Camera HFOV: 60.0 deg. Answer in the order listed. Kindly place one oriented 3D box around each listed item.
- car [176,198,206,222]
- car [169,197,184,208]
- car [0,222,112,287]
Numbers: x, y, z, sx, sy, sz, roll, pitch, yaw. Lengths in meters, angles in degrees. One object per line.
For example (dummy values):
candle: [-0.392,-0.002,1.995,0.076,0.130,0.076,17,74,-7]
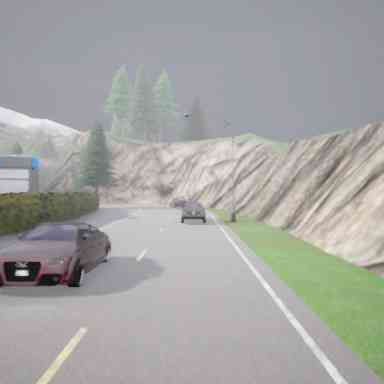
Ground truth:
car: [0.100,1.445,24.910,2.033,1.411,5.357,0,0,0]
car: [-1.707,1.347,43.438,1.812,1.442,4.674,0,0,-14]
car: [-3.579,1.527,9.047,1.994,1.385,4.181,0,0,1]
